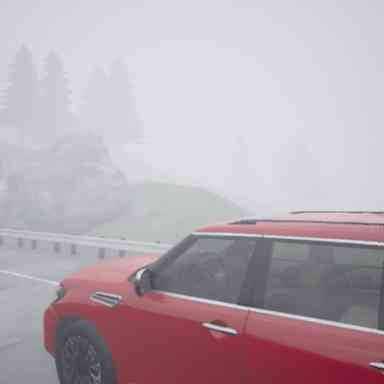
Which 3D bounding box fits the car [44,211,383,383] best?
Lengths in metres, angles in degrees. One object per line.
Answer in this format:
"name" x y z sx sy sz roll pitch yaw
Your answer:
"car" 0.889 1.218 3.262 5.566 2.045 2.150 0 0 35
